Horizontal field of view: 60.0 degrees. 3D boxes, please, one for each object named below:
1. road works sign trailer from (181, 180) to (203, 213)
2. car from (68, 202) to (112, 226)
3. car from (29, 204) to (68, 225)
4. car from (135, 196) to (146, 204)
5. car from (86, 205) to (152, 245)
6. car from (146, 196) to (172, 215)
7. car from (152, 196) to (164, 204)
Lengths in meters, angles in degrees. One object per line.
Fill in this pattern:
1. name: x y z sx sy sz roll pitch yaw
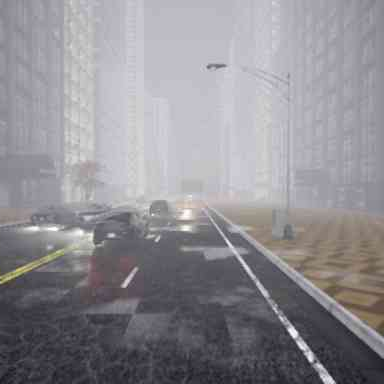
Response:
1. road works sign trailer: 0.010 0.476 36.639 2.380 3.560 2.880 0 0 1
2. car: -6.598 1.499 23.472 2.128 1.511 4.902 0 0 0
3. car: -9.846 1.571 23.774 1.994 1.385 4.181 0 0 0
4. car: -9.769 1.526 64.720 1.812 1.442 4.674 0 0 0
5. car: -3.153 1.530 15.329 1.812 1.442 4.674 0 0 0
6. car: -3.157 1.488 33.691 1.882 1.535 5.008 0 0 0
7. car: -6.520 1.479 64.716 1.882 1.535 5.008 0 0 0
